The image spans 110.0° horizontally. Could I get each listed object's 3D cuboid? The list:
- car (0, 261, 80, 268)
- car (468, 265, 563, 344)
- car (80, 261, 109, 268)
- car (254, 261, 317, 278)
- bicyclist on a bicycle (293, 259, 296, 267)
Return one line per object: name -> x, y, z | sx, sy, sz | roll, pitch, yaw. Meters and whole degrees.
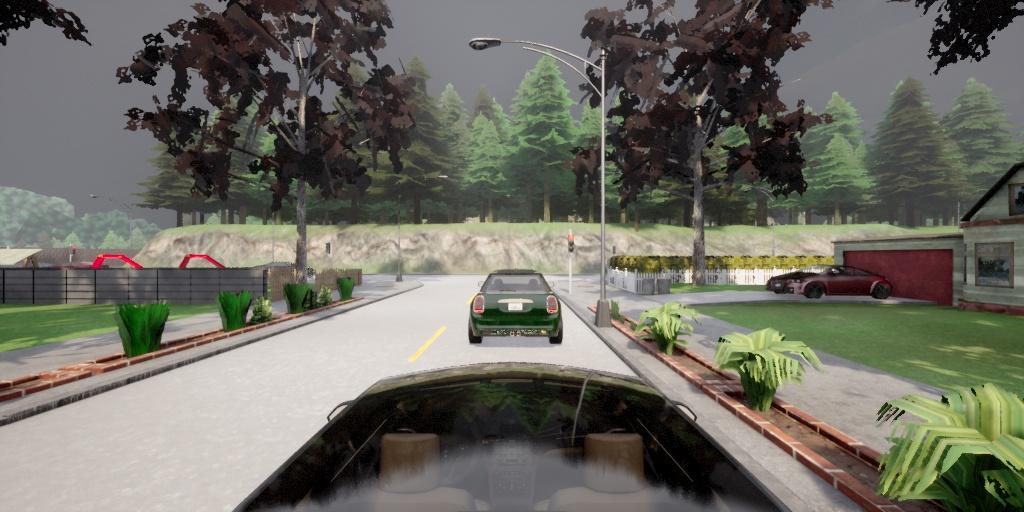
car -> -41.736, 1.243, 31.365 | 4.902, 1.511, 2.128 | 0, 0, 1
car -> 0.108, 1.102, 9.759 | 2.097, 1.767, 4.553 | 0, 0, 1
car -> -42.952, 1.228, 35.433 | 5.008, 1.535, 1.882 | 0, 0, 1
car -> -19.585, 1.227, 31.109 | 5.008, 1.535, 1.882 | 0, 0, 1
bicyclist on a bicycle -> -23.711, 1.099, 39.546 | 0.582, 1.620, 1.656 | 0, 0, 1
